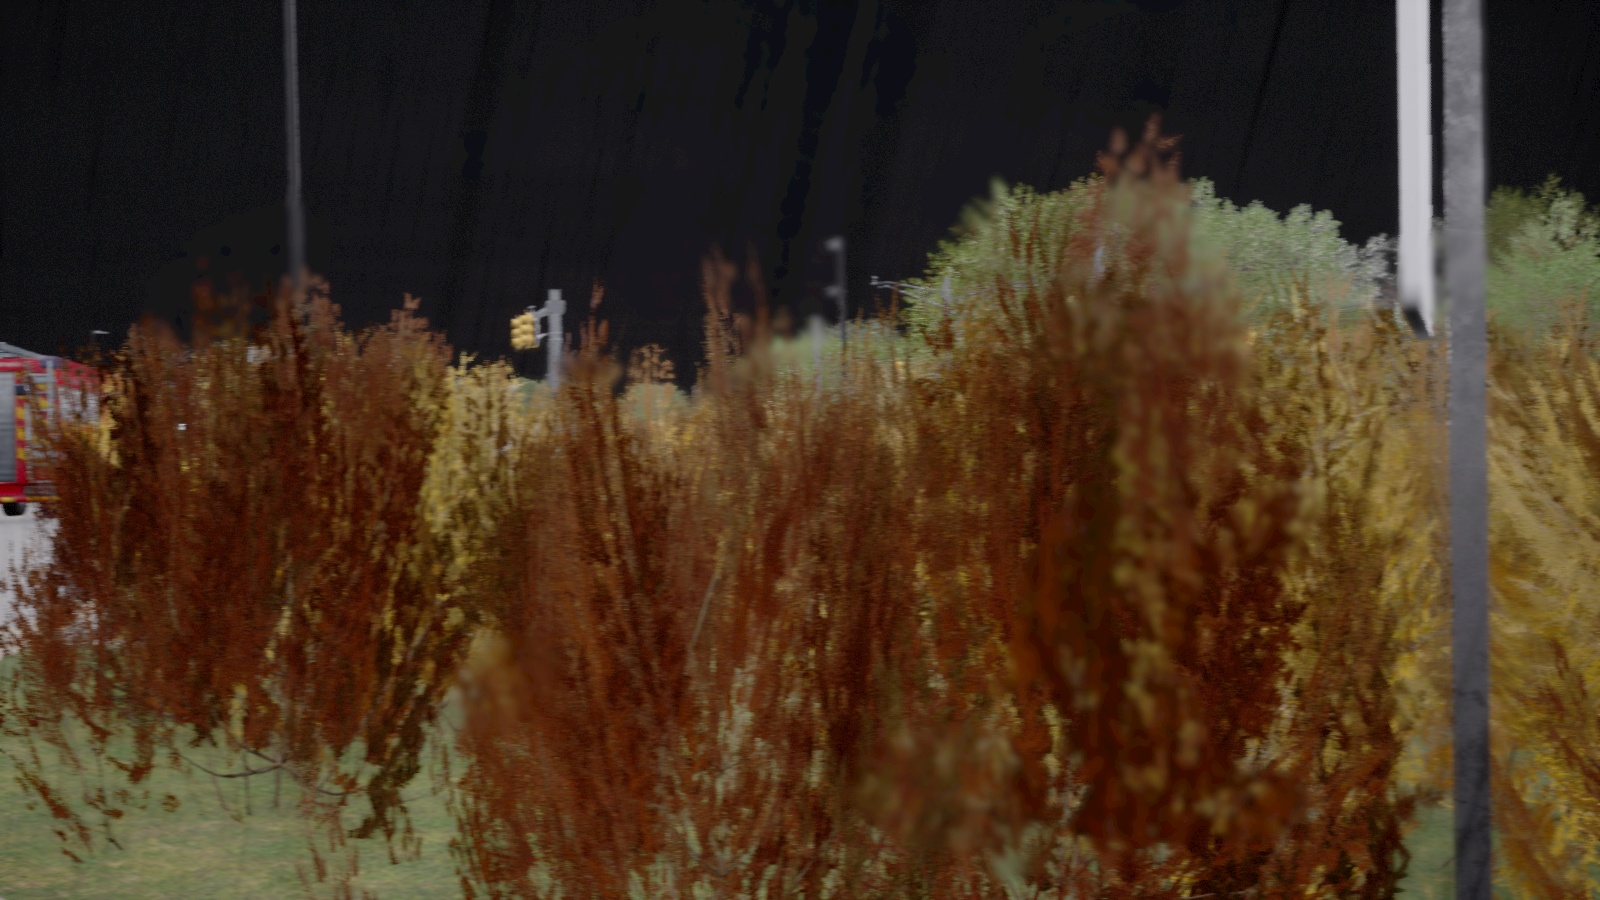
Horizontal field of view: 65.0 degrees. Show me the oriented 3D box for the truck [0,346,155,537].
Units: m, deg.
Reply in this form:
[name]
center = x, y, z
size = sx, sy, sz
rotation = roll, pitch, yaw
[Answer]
[truck]
center = -17.573, -0.044, 29.303
size = 2.891, 3.827, 8.468
rotation = -3, -1, -17
